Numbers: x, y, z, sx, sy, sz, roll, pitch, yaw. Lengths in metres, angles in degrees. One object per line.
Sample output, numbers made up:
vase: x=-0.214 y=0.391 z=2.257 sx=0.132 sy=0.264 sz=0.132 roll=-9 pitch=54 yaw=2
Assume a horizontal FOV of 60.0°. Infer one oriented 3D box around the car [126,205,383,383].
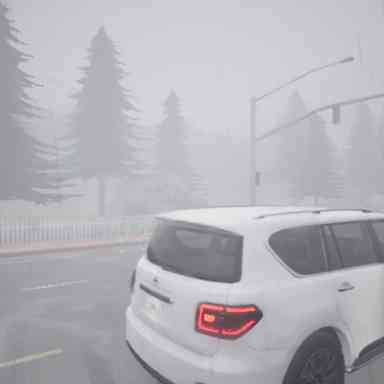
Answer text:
car: x=1.817 y=1.220 z=4.830 sx=5.566 sy=2.045 sz=2.150 roll=0 pitch=0 yaw=-35
